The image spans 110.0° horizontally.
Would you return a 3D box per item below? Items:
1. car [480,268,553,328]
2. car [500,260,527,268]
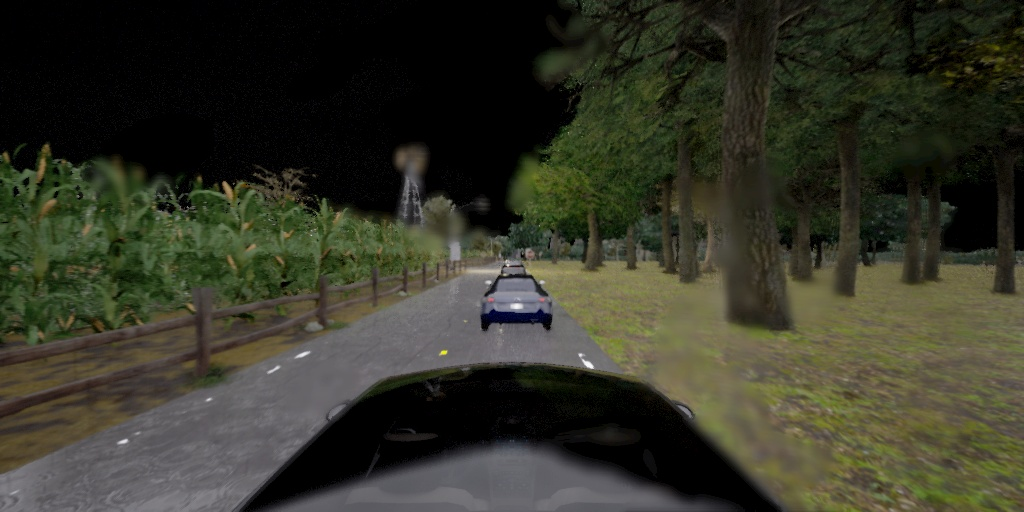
[{"bbox_3d":[0.105,1.237,11.092,1.994,1.385,4.181,0,0,0],"label":"car"},{"bbox_3d":[0.103,1.047,27.787,2.128,1.511,4.902,0,0,0],"label":"car"}]
